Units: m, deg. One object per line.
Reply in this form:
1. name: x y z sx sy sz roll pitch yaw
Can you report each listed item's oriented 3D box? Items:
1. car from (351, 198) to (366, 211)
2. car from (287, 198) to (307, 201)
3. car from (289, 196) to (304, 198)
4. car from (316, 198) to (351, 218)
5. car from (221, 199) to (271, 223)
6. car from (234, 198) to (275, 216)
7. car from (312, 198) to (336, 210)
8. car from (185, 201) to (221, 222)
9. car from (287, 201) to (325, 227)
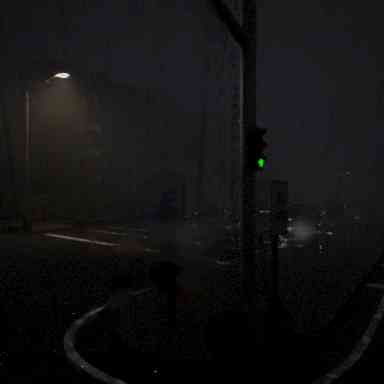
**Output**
1. car: 20.026 1.461 40.689 2.128 1.511 4.902 0 0 35
2. car: 9.591 1.522 31.930 1.994 1.385 4.181 0 0 35
3. car: 13.554 1.295 43.654 2.097 1.767 4.553 0 0 35
4. car: 12.436 1.462 29.893 2.128 1.511 4.902 0 0 35
5. car: 4.470 1.450 24.629 2.128 1.511 4.902 0 0 35
6. car: 6.380 1.436 33.444 2.128 1.511 4.902 0 0 35
7. car: 16.874 1.483 42.289 1.812 1.442 4.674 0 0 35
8. car: 0.908 1.470 25.636 1.812 1.442 4.674 0 0 35
9. car: 7.325 1.536 22.603 1.994 1.385 4.181 0 0 35
